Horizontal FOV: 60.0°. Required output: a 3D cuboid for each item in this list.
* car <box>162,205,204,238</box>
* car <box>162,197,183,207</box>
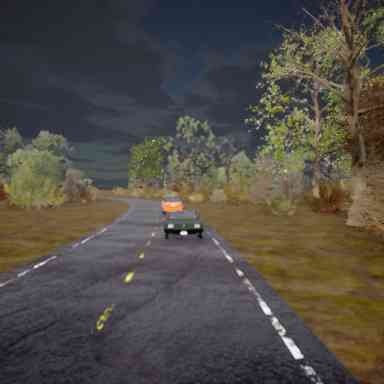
[{"bbox_3d":[-0.509,1.602,17.548,1.895,1.301,4.718,0,0,-3],"label":"car"},{"bbox_3d":[-2.120,1.356,35.178,2.097,1.767,4.553,0,0,-7],"label":"car"}]
